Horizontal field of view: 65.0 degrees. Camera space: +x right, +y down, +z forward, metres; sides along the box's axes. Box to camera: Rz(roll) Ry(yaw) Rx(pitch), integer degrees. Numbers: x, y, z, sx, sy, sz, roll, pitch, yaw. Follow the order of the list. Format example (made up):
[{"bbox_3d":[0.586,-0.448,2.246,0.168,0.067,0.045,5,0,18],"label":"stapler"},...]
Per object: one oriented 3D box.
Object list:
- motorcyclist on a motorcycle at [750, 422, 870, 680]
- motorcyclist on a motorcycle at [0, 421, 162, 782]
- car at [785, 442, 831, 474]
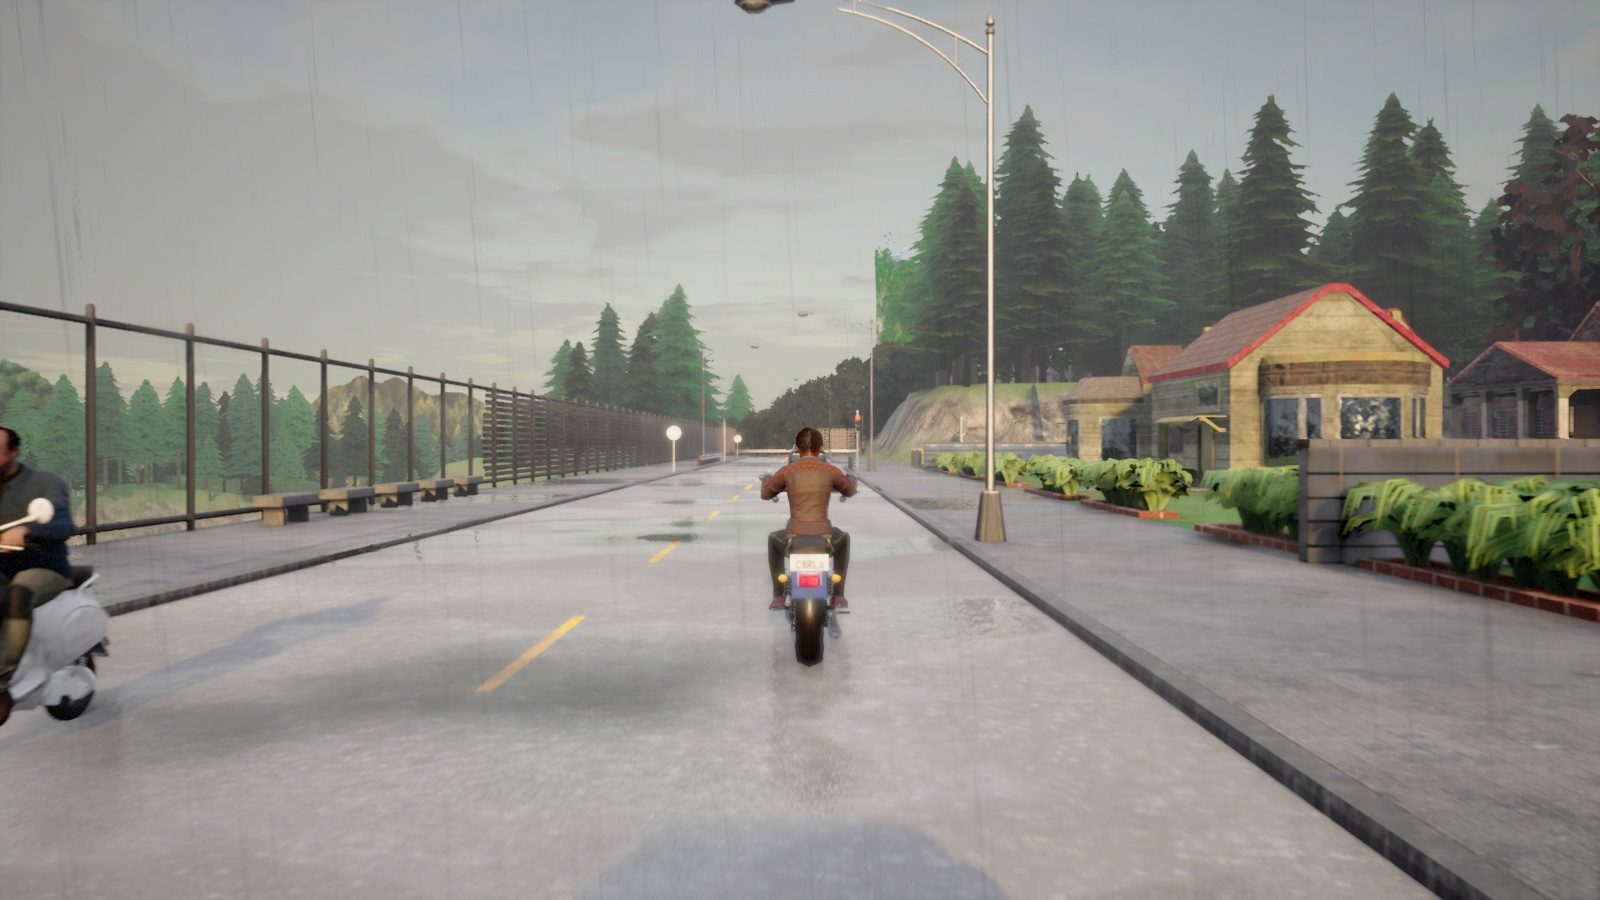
[{"bbox_3d":[0.068,0.645,9.206,0.766,1.649,2.350,0,0,0],"label":"motorcyclist on a motorcycle"},{"bbox_3d":[-3.951,0.663,6.001,0.866,1.590,1.817,0,0,0],"label":"motorcyclist on a motorcycle"},{"bbox_3d":[0.373,0.359,61.010,2.128,1.511,4.902,0,0,0],"label":"car"}]
